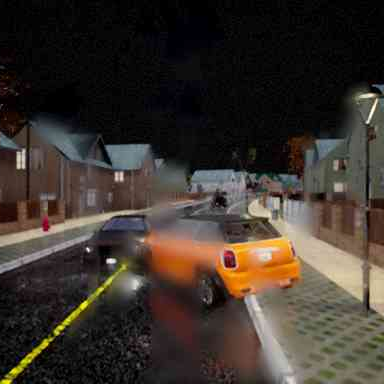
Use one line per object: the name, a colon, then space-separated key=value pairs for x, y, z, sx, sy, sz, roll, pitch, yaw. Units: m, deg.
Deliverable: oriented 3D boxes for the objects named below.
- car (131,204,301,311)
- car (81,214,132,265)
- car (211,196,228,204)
car: x=0.353 y=1.307 z=8.176 sx=2.097 sy=1.767 sz=4.553 roll=-2 pitch=0 yaw=-29
car: x=-2.249 y=1.529 z=11.931 sx=2.033 sy=1.411 sz=5.357 roll=0 pitch=0 yaw=0
car: x=3.633 y=1.276 z=43.898 sx=1.812 sy=1.442 sz=4.674 roll=0 pitch=1 yaw=11
